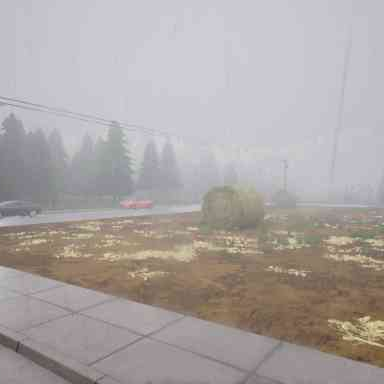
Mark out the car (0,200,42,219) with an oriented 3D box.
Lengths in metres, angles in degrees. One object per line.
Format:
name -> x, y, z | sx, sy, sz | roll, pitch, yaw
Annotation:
car -> -15.742, 1.531, 29.112 | 1.837, 1.490, 4.892 | 0, 0, 37

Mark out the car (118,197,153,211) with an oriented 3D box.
car -> -6.955, 1.380, 40.950 | 2.097, 1.767, 4.553 | 0, 0, 37
